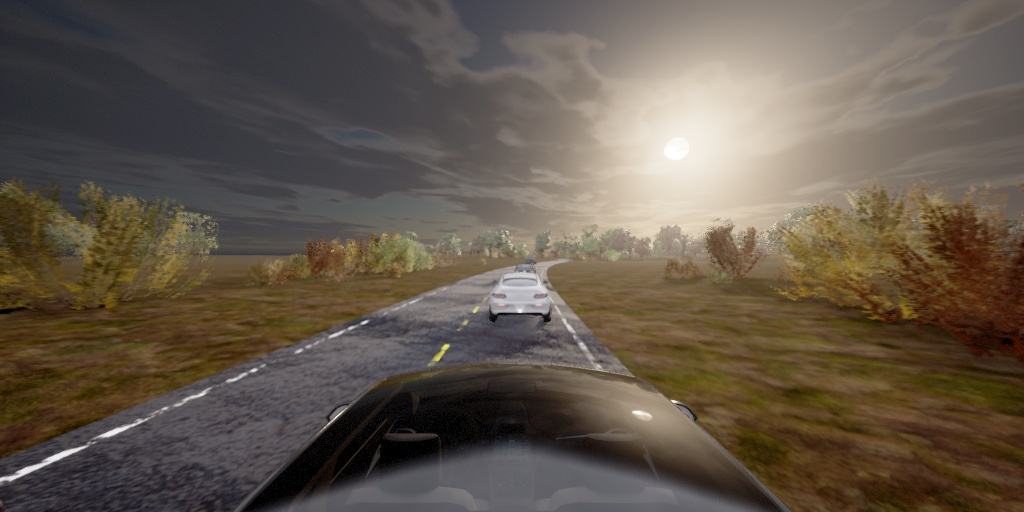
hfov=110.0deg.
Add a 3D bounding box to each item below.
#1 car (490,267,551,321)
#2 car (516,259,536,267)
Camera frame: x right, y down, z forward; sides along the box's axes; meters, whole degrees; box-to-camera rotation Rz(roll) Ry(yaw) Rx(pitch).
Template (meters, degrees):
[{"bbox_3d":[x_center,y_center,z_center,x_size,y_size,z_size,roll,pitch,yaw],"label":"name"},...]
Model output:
[{"bbox_3d":[0.275,1.259,12.226,1.812,1.442,4.674,0,0,1],"label":"car"},{"bbox_3d":[1.131,1.253,30.054,2.033,1.411,5.357,0,0,4],"label":"car"}]
